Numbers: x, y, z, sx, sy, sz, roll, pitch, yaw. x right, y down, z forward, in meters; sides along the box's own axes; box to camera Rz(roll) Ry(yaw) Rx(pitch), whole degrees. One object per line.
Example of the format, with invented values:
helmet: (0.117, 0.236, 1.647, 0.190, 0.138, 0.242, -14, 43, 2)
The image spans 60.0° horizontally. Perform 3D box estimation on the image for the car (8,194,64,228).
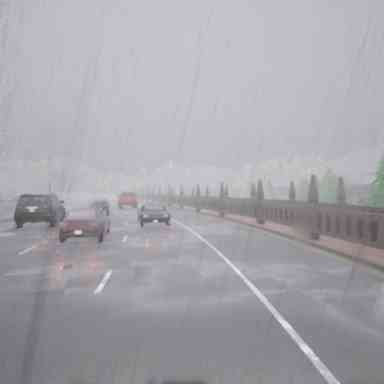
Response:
car: (-9.625, 1.116, 21.347, 2.150, 2.045, 5.566, 0, 0, -13)

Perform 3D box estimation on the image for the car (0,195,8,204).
car: (-31.690, 1.230, 58.632, 2.128, 1.511, 4.902, 0, 0, -17)

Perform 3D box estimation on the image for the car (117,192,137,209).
car: (-8.149, 0.985, 41.773, 2.150, 2.045, 5.566, 0, 0, -16)

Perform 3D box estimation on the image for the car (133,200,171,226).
car: (-2.700, 1.470, 22.389, 1.895, 1.301, 4.718, 0, 0, -13)

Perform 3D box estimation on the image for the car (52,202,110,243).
car: (-4.964, 1.442, 15.703, 1.812, 1.442, 4.674, 0, 0, -9)

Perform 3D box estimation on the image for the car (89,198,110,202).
car: (-9.262, 1.326, 33.212, 1.837, 1.490, 4.892, 0, 0, -16)
